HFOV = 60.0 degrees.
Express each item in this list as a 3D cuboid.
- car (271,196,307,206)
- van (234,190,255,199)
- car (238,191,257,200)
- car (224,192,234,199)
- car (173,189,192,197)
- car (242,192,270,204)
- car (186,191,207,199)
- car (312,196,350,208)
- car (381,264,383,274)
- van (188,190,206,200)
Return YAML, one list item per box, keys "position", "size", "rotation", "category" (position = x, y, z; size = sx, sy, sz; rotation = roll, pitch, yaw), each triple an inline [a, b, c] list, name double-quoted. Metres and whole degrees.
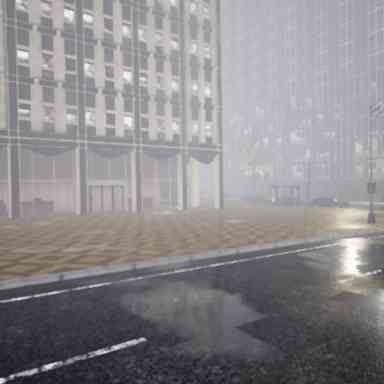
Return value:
- position: [12.939, 1.141, 43.533]
  size: [1.802, 1.307, 4.206]
  rotation: [-1, 1, -34]
  category: "car"
- position: [10.401, 0.545, 62.402]
  size: [1.690, 1.788, 3.998]
  rotation: [-1, 1, -34]
  category: "van"
- position: [10.060, 1.012, 52.602]
  size: [1.895, 1.301, 4.718]
  rotation: [-2, 1, -34]
  category: "car"
- position: [7.214, 0.730, 67.111]
  size: [1.802, 1.307, 4.206]
  rotation: [-1, 1, -34]
  category: "car"
- position: [-2.354, 0.294, 81.221]
  size: [2.192, 1.841, 5.009]
  rotation: [-1, 1, -34]
  category: "car"
- position: [9.799, 1.070, 48.269]
  size: [1.947, 1.339, 4.313]
  rotation: [-1, 1, -34]
  category: "car"
- position: [0.824, 0.579, 66.376]
  size: [1.812, 1.442, 4.674]
  rotation: [-2, 1, -34]
  category: "car"
- position: [16.114, 1.180, 38.816]
  size: [1.947, 1.339, 4.313]
  rotation: [-1, 1, -34]
  category: "car"
- position: [7.127, 1.472, 8.716]
  size: [5.357, 1.411, 2.033]
  rotation: [0, 0, -35]
  category: "car"
- position: [0.276, 0.680, 62.408]
  size: [1.690, 1.788, 3.998]
  rotation: [-1, 1, -34]
  category: "van"
